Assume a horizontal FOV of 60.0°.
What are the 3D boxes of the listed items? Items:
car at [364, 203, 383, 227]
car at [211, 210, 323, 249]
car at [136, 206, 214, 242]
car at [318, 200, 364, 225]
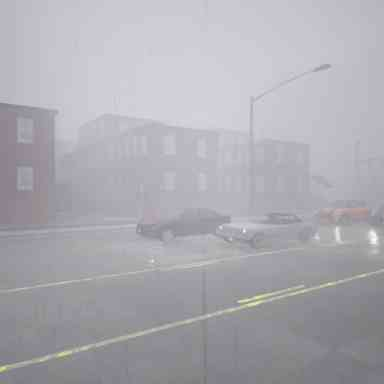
[{"bbox_3d":[13.578,1.351,21.550,4.553,1.767,2.097,0,0,-34],"label":"car"},{"bbox_3d":[3.404,1.601,14.709,4.718,1.301,1.895,0,0,-34],"label":"car"},{"bbox_3d":[-0.302,1.478,16.426,5.008,1.535,1.882,0,0,-34],"label":"car"},{"bbox_3d":[10.903,1.352,23.970,4.553,1.767,2.097,0,0,-34],"label":"car"}]
